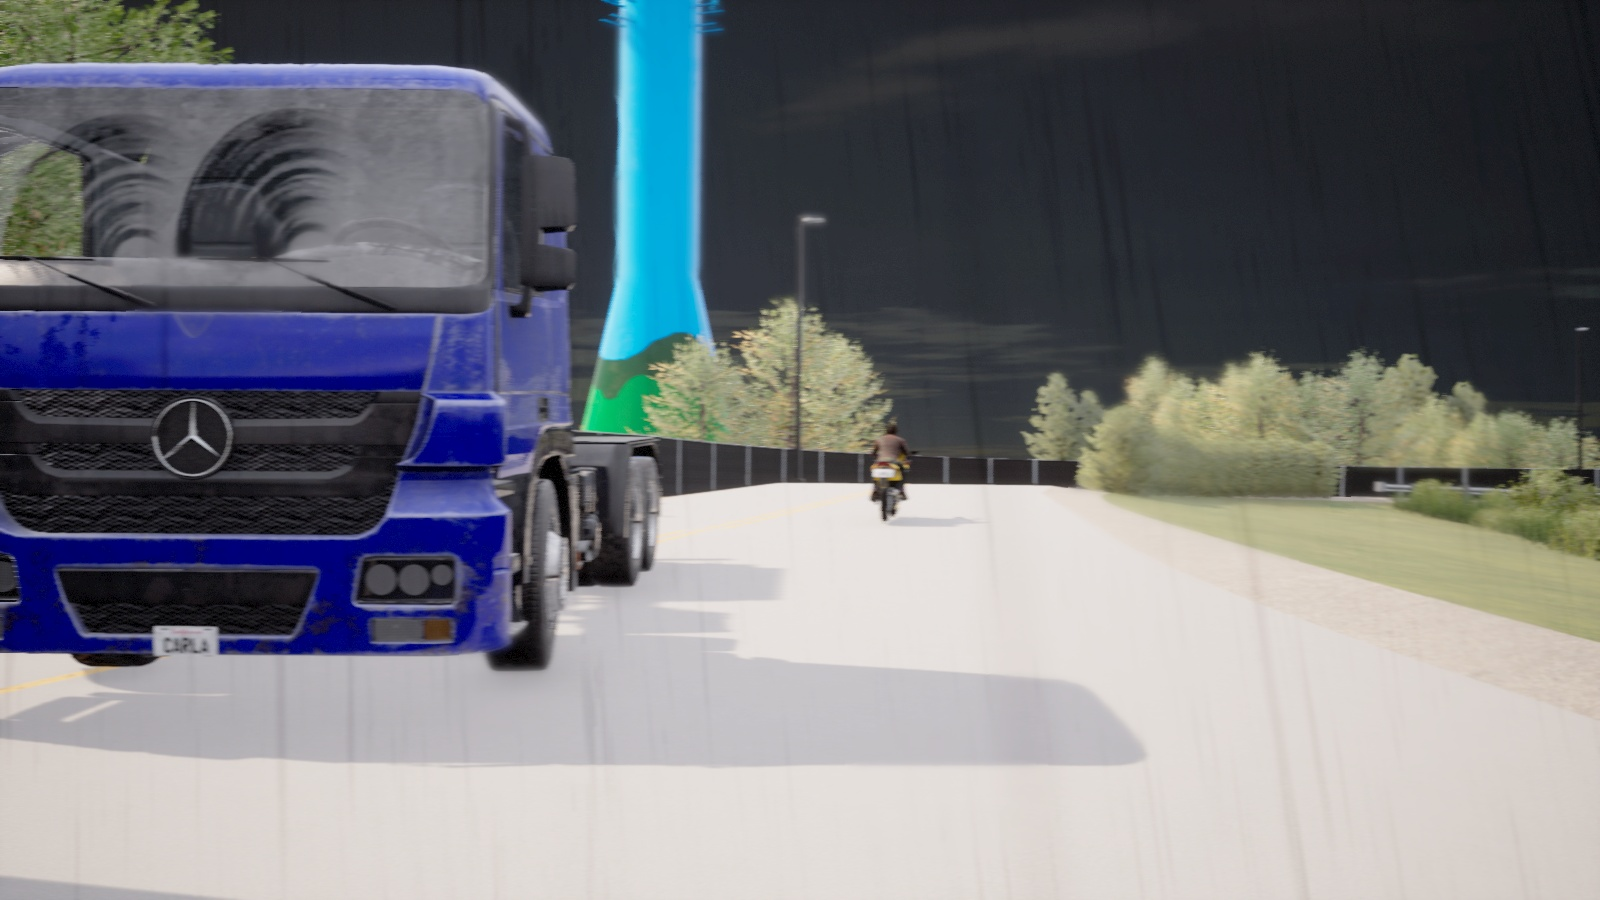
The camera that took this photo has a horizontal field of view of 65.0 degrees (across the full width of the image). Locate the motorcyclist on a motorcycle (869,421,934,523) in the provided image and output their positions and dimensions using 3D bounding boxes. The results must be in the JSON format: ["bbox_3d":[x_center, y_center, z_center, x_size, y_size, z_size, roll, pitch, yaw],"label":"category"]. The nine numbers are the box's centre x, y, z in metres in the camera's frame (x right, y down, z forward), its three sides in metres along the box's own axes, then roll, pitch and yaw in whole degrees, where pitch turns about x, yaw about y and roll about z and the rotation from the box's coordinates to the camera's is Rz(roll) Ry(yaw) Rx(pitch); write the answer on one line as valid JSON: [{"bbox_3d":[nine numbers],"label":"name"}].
[{"bbox_3d":[1.632,0.319,19.830,0.797,1.523,2.044,-1,1,11],"label":"motorcyclist on a motorcycle"}]

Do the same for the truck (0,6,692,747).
[{"bbox_3d":[-2.717,-0.426,9.888,2.891,3.462,7.936,-1,1,1],"label":"truck"}]
